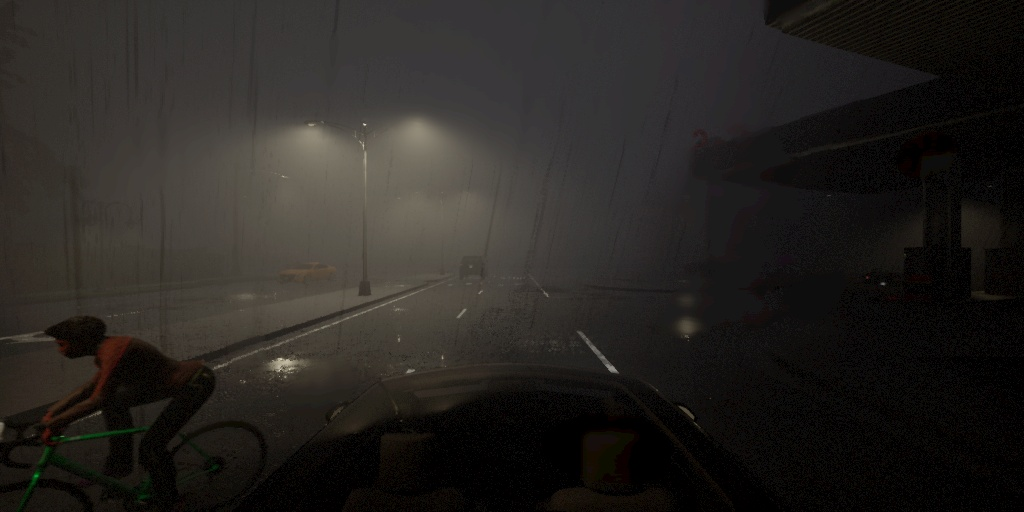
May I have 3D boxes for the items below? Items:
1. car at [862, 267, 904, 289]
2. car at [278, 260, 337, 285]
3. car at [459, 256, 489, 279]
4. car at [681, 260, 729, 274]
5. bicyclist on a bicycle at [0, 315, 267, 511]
[{"bbox_3d":[24.038,1.350,22.452,4.718,1.301,1.895,0,0,-29],"label":"car"},{"bbox_3d":[-14.912,1.227,26.369,1.882,1.535,5.008,0,0,3],"label":"car"},{"bbox_3d":[-3.350,0.973,32.088,2.150,2.045,5.566,0,0,0],"label":"car"},{"bbox_3d":[21.518,1.240,40.023,4.902,1.511,2.128,0,0,1],"label":"car"},{"bbox_3d":[-2.661,1.205,2.444,0.582,1.620,1.656,0,2,44],"label":"bicyclist on a bicycle"}]
